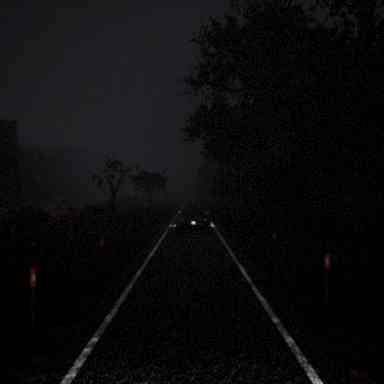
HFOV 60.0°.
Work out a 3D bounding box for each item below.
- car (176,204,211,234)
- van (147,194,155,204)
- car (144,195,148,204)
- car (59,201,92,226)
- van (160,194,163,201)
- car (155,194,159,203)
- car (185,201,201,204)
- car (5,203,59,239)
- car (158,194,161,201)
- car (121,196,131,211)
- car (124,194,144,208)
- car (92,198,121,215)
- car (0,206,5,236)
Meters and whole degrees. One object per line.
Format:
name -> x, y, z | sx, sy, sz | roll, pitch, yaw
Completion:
car -> 0.083, 1.667, 20.222 | 1.994, 1.385, 4.181 | 0, 0, 0
van -> -9.127, 1.480, 66.608 | 1.878, 1.987, 4.442 | 0, 0, 2
car -> -9.100, 1.671, 55.635 | 2.002, 1.452, 4.674 | 0, 0, 0
car -> -9.042, 1.430, 23.206 | 1.946, 1.575, 5.366 | 0, 0, 2
van -> -9.158, 1.578, 84.316 | 1.878, 1.987, 4.442 | 0, -1, -3
car -> -9.133, 1.722, 72.291 | 2.231, 1.521, 4.892 | 0, -1, -2
car -> 0.070, 1.704, 36.152 | 1.994, 1.385, 4.181 | 0, 0, 0
car -> -9.021, 1.411, 16.825 | 2.097, 1.535, 5.008 | 0, -1, 2
car -> -9.143, 1.790, 77.802 | 2.163, 1.488, 4.792 | 0, -1, -2
car -> -9.067, 1.509, 39.007 | 2.097, 1.535, 5.008 | 0, -1, 2
car -> -9.086, 1.349, 48.892 | 2.435, 2.045, 5.566 | 0, 0, 1
car -> -9.055, 1.489, 33.459 | 2.097, 1.535, 5.008 | 0, 0, 2
car -> -9.010, 1.382, 11.269 | 2.231, 1.521, 4.892 | 0, 0, 2
